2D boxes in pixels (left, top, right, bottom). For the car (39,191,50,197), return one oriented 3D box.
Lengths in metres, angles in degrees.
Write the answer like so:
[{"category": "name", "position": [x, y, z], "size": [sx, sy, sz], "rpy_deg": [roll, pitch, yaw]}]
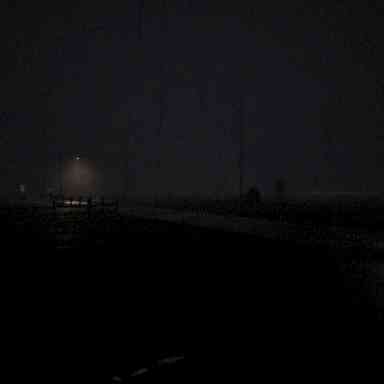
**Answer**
[{"category": "car", "position": [-35.827, 0.415, 80.987], "size": [1.837, 1.490, 4.892], "rpy_deg": [-1, 1, -35]}]
